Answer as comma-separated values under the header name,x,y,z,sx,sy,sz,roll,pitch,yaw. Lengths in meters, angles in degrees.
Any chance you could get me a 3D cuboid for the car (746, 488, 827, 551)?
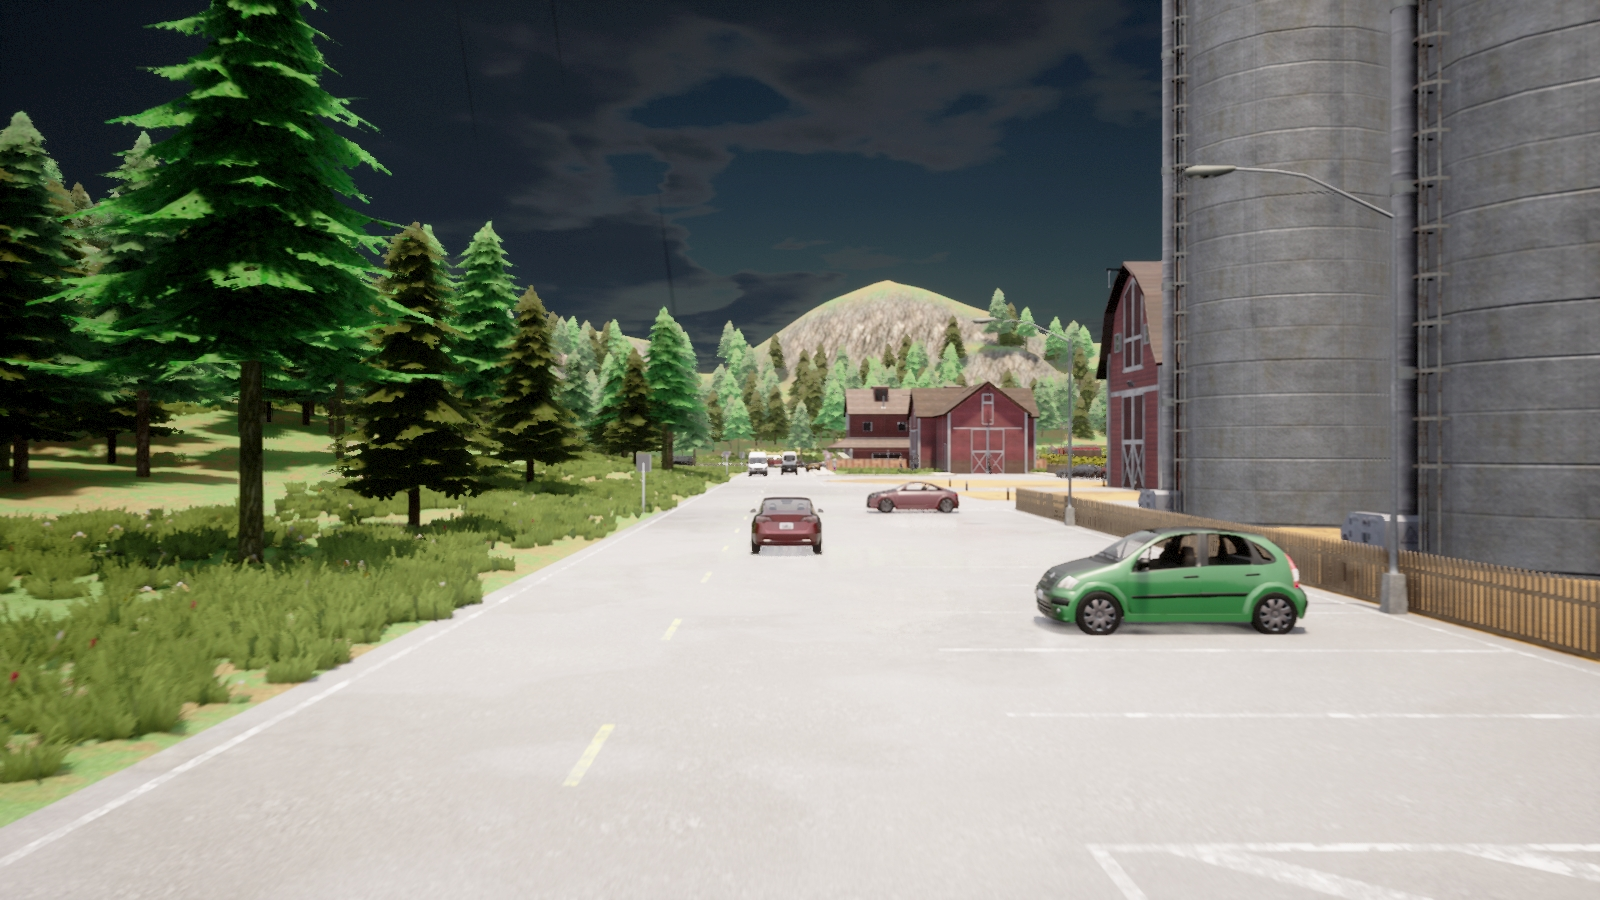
name,x,y,z,sx,sy,sz,roll,pitch,yaw
car,-0.378,1.921,32.647,2.163,1.488,4.792,0,0,0
